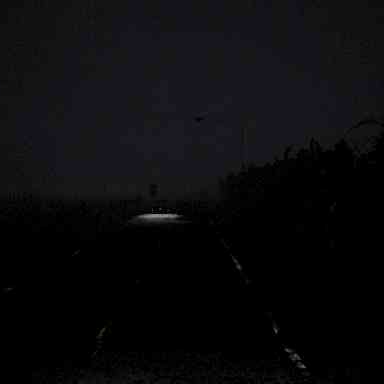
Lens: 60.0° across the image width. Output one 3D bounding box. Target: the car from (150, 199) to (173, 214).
[{"bbox_3d":[-2.862,1.350,32.089,1.994,1.385,4.181,0,0,0],"label":"car"}]
